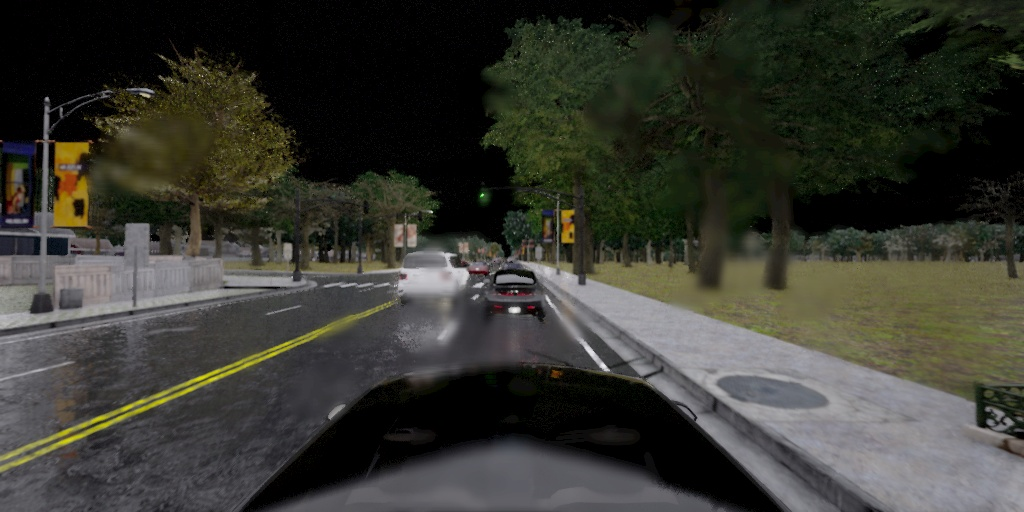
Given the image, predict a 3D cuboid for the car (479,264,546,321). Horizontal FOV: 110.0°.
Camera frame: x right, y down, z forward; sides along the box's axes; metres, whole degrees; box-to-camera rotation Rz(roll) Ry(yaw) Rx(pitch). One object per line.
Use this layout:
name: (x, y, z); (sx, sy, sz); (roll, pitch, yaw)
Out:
car: (0.077, 1.192, 12.188); (1.837, 1.490, 4.892); (0, 1, 0)

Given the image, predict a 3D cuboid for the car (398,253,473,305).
car: (-3.177, 0.891, 15.544); (2.150, 2.045, 5.566); (0, 0, 0)

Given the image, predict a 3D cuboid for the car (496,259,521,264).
car: (0.040, 1.176, 27.871); (2.033, 1.411, 5.357); (0, 0, 0)

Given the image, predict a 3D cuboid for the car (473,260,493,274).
car: (-3.227, 1.179, 35.342); (1.994, 1.385, 4.181); (0, 0, 0)
